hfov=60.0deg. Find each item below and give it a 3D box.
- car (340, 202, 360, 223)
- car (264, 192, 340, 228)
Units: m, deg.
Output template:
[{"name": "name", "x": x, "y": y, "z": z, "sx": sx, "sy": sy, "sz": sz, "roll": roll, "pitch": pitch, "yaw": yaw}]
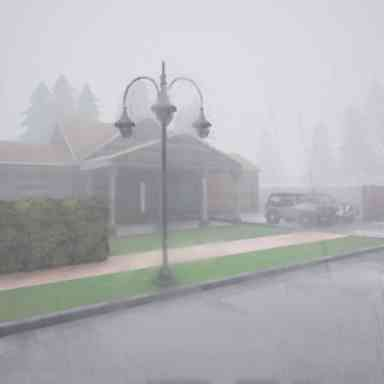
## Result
[{"name": "car", "x": 7.767, "y": 0.937, "z": 20.612, "sx": 1.932, "sy": 1.855, "sz": 4.605, "roll": -1, "pitch": 1, "yaw": -35}, {"name": "car", "x": 5.927, "y": 0.970, "z": 18.855, "sx": 1.905, "sy": 1.878, "sz": 3.866, "roll": -1, "pitch": 1, "yaw": -35}]
